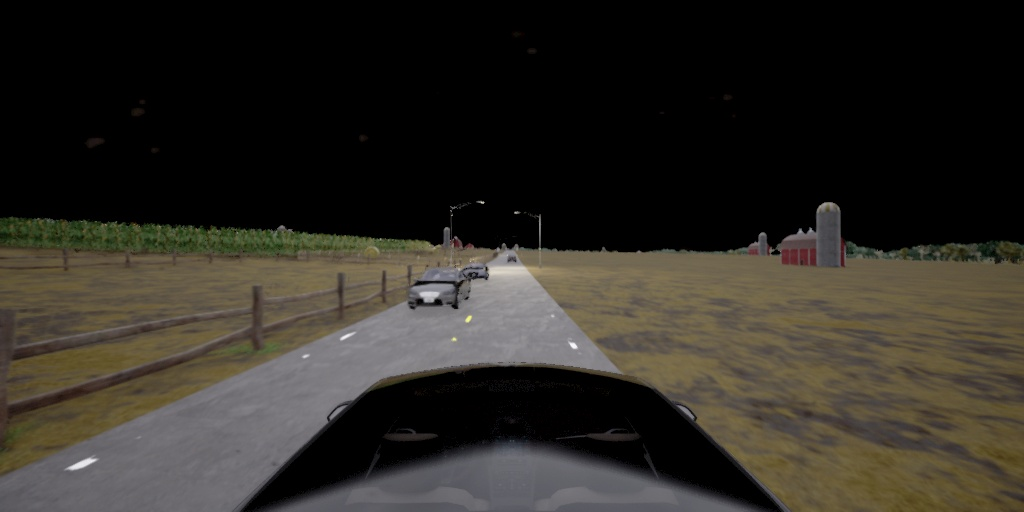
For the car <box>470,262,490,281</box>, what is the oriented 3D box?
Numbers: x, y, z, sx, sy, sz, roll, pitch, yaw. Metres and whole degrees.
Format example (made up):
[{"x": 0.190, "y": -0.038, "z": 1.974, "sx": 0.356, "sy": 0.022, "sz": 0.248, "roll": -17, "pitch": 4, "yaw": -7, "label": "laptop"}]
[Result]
[{"x": -2.807, "y": 1.179, "z": 28.204, "sx": 1.994, "sy": 1.385, "sz": 4.181, "roll": 0, "pitch": 1, "yaw": 0, "label": "car"}]

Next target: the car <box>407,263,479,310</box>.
[{"x": -2.804, "y": 1.228, "z": 14.670, "sx": 2.128, "sy": 1.511, "sz": 4.902, "roll": 0, "pitch": 0, "yaw": 1, "label": "car"}]
